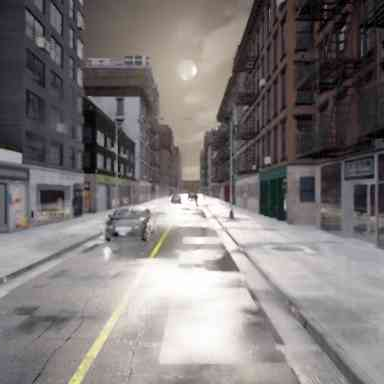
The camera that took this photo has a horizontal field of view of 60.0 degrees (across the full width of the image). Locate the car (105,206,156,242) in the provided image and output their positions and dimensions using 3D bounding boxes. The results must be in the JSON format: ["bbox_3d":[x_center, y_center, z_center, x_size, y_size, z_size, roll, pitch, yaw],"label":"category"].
[{"bbox_3d":[-2.850,1.445,16.183,2.128,1.511,4.902,0,0,0],"label":"car"}]

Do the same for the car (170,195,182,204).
[{"bbox_3d":[-2.793,1.290,58.940,1.837,1.490,4.892,0,0,1],"label":"car"}]

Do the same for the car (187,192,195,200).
[{"bbox_3d":[-0.003,0.896,80.902,2.097,1.767,4.553,0,0,0],"label":"car"}]

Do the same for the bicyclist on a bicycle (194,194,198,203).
[{"bbox_3d":[0.754,1.222,62.575,0.582,1.620,1.656,0,0,0],"label":"bicyclist on a bicycle"}]

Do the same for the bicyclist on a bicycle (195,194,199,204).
[{"bbox_3d":[0.753,1.182,53.577,0.659,1.776,1.843,0,0,0],"label":"bicyclist on a bicycle"}]
